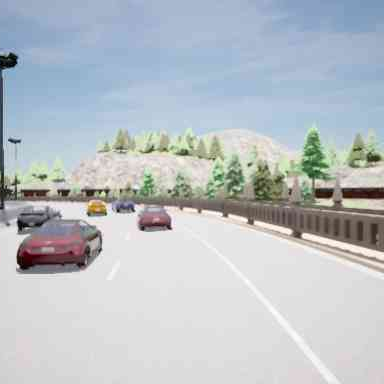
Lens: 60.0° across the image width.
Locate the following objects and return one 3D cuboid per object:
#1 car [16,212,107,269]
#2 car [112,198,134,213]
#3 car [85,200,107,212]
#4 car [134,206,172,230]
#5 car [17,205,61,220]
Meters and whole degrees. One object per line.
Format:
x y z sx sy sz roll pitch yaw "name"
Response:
-4.309 1.607 11.443 1.994 1.385 4.181 0 0 -6 "car"
-8.392 1.514 40.216 2.097 1.767 4.553 0 0 -22 "car"
-10.264 1.635 35.572 1.882 1.535 5.008 0 0 -21 "car"
-2.534 1.627 21.803 1.994 1.385 4.181 0 0 -12 "car"
-9.483 1.591 20.954 2.128 1.511 4.902 0 0 -12 "car"
